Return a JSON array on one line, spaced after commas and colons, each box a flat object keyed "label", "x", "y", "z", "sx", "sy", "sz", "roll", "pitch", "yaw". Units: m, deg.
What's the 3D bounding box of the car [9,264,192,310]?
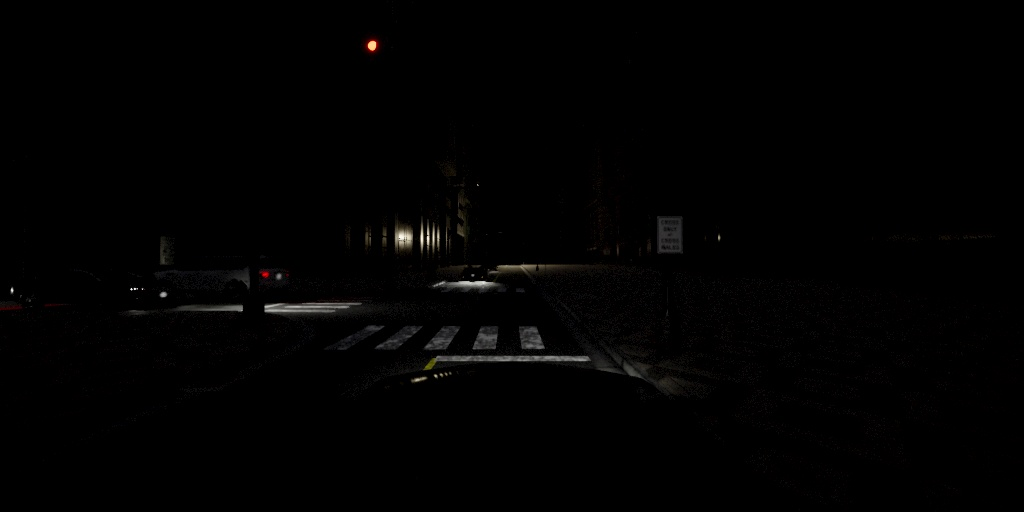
[{"label": "car", "x": -15.477, "y": 1.177, "z": 13.413, "sx": 4.902, "sy": 1.511, "sz": 2.128, "roll": 0, "pitch": -1, "yaw": 0}]

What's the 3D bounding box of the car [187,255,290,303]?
[{"label": "car", "x": -13.105, "y": 0.972, "z": 16.208, "sx": 5.566, "sy": 2.045, "sz": 2.150, "roll": 0, "pitch": -1, "yaw": 3}]

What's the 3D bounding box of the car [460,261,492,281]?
[{"label": "car", "x": -3.037, "y": 1.329, "z": 29.706, "sx": 1.994, "sy": 1.385, "sz": 4.181, "roll": 0, "pitch": 0, "yaw": 0}]

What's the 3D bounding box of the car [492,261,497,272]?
[{"label": "car", "x": -2.989, "y": 1.365, "z": 48.159, "sx": 2.033, "sy": 1.411, "sz": 5.357, "roll": 0, "pitch": 0, "yaw": 0}]

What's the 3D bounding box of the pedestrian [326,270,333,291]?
[{"label": "pedestrian", "x": -9.967, "y": 0.974, "z": 19.633, "sx": 0.375, "sy": 1.860, "sz": 0.375, "roll": 0, "pitch": -1, "yaw": 0}]
